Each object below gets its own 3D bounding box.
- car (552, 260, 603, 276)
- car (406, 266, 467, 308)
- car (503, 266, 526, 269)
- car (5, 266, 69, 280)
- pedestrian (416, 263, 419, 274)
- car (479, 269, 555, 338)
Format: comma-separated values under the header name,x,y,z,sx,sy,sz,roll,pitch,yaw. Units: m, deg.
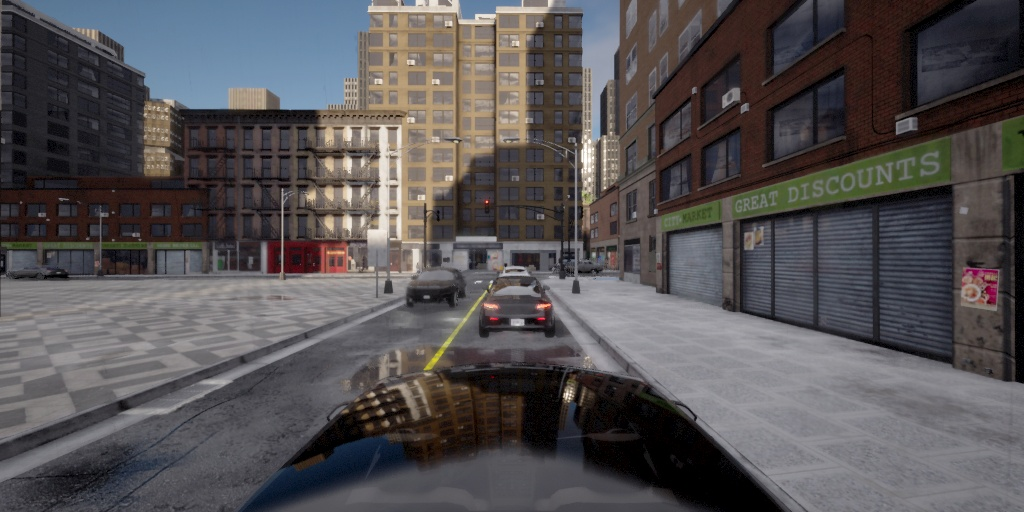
name,x,y,z,sx,sy,sz,roll,pitch,yaw
car,6.423,1.166,35.124,4.902,1.511,2.128,-1,0,-4
car,-3.107,1.224,15.523,1.882,1.535,5.008,0,0,0
car,0.145,1.269,19.870,1.812,1.442,4.674,0,0,-1
car,-46.175,1.620,34.905,4.181,1.385,1.994,0,0,0
pedestrian,-10.050,0.969,38.287,0.375,1.860,0.375,0,0,-1
car,0.119,1.274,10.089,1.812,1.442,4.674,0,0,0
